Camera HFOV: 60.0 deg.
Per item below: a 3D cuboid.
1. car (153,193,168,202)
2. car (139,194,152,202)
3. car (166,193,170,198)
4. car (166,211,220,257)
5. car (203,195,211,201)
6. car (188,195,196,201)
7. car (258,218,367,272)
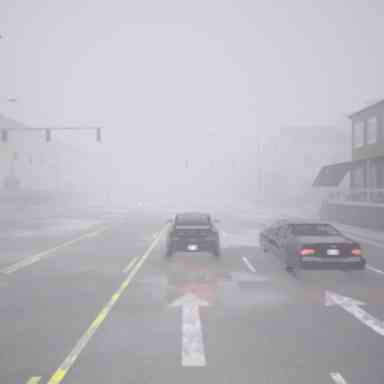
[{"bbox_3d":[-6.997,1.528,73.041,1.994,1.385,4.181,0,0,0],"label":"car"},{"bbox_3d":[-10.497,1.570,73.008,1.895,1.301,4.718,0,0,0],"label":"car"},{"bbox_3d":[-6.996,1.172,88.802,1.837,1.490,4.892,0,0,0],"label":"car"},{"bbox_3d":[0.044,1.502,12.991,1.837,1.490,4.892,0,0,1],"label":"car"},{"bbox_3d":[3.503,1.361,78.891,2.033,1.411,5.357,0,0,0],"label":"car"},{"bbox_3d":[0.003,1.361,78.891,2.033,1.411,5.357,0,0,0],"label":"car"},{"bbox_3d":[3.521,1.544,10.781,2.033,1.411,5.357,0,0,0],"label":"car"}]
